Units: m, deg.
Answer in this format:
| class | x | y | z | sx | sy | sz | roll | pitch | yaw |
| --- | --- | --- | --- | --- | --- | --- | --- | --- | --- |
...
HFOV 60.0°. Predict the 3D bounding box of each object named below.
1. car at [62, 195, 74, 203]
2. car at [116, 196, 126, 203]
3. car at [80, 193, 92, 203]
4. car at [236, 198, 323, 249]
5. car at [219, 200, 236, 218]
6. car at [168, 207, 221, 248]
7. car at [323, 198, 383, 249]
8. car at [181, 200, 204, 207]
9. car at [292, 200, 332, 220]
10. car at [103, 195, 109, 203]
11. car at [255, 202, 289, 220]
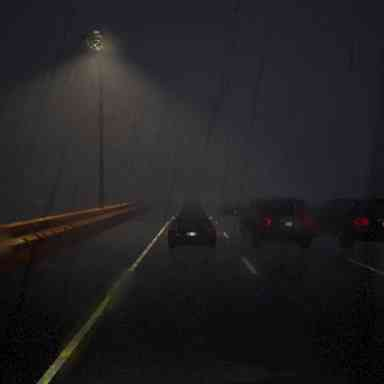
| class | x | y | z | sx | sy | sz | roll | pitch | yaw |
| --- | --- | --- | --- | --- | --- | --- | --- | --- | --- |
| car | -25.029 | 1.459 | 67.127 | 1.837 | 1.490 | 4.892 | 0 | 0 | -13 |
| car | -14.877 | 1.499 | 69.807 | 1.994 | 1.385 | 4.181 | 0 | 0 | -13 |
| car | -21.638 | 1.180 | 67.991 | 2.150 | 2.045 | 5.566 | 0 | 0 | -13 |
| car | 3.505 | 1.255 | 14.669 | 2.150 | 2.045 | 5.566 | 0 | 0 | 0 |
| car | 3.523 | 1.482 | 29.639 | 1.882 | 1.535 | 5.008 | 0 | 0 | 0 |
| car | 0.005 | 1.570 | 14.643 | 1.994 | 1.385 | 4.181 | 0 | 0 | 0 |
| car | 7.005 | 1.255 | 14.665 | 2.150 | 2.045 | 5.566 | 0 | 0 | 0 |
| car | 0.023 | 1.482 | 29.643 | 1.882 | 1.535 | 5.008 | 0 | 0 | 0 |
| car | 10.523 | 1.514 | 29.630 | 1.837 | 1.490 | 4.892 | 0 | 0 | 0 |
| car | -18.261 | 1.476 | 68.914 | 2.128 | 1.511 | 4.902 | 0 | 0 | -13 |
| car | 7.023 | 1.614 | 29.665 | 1.895 | 1.301 | 4.718 | 0 | 0 | 0 |
